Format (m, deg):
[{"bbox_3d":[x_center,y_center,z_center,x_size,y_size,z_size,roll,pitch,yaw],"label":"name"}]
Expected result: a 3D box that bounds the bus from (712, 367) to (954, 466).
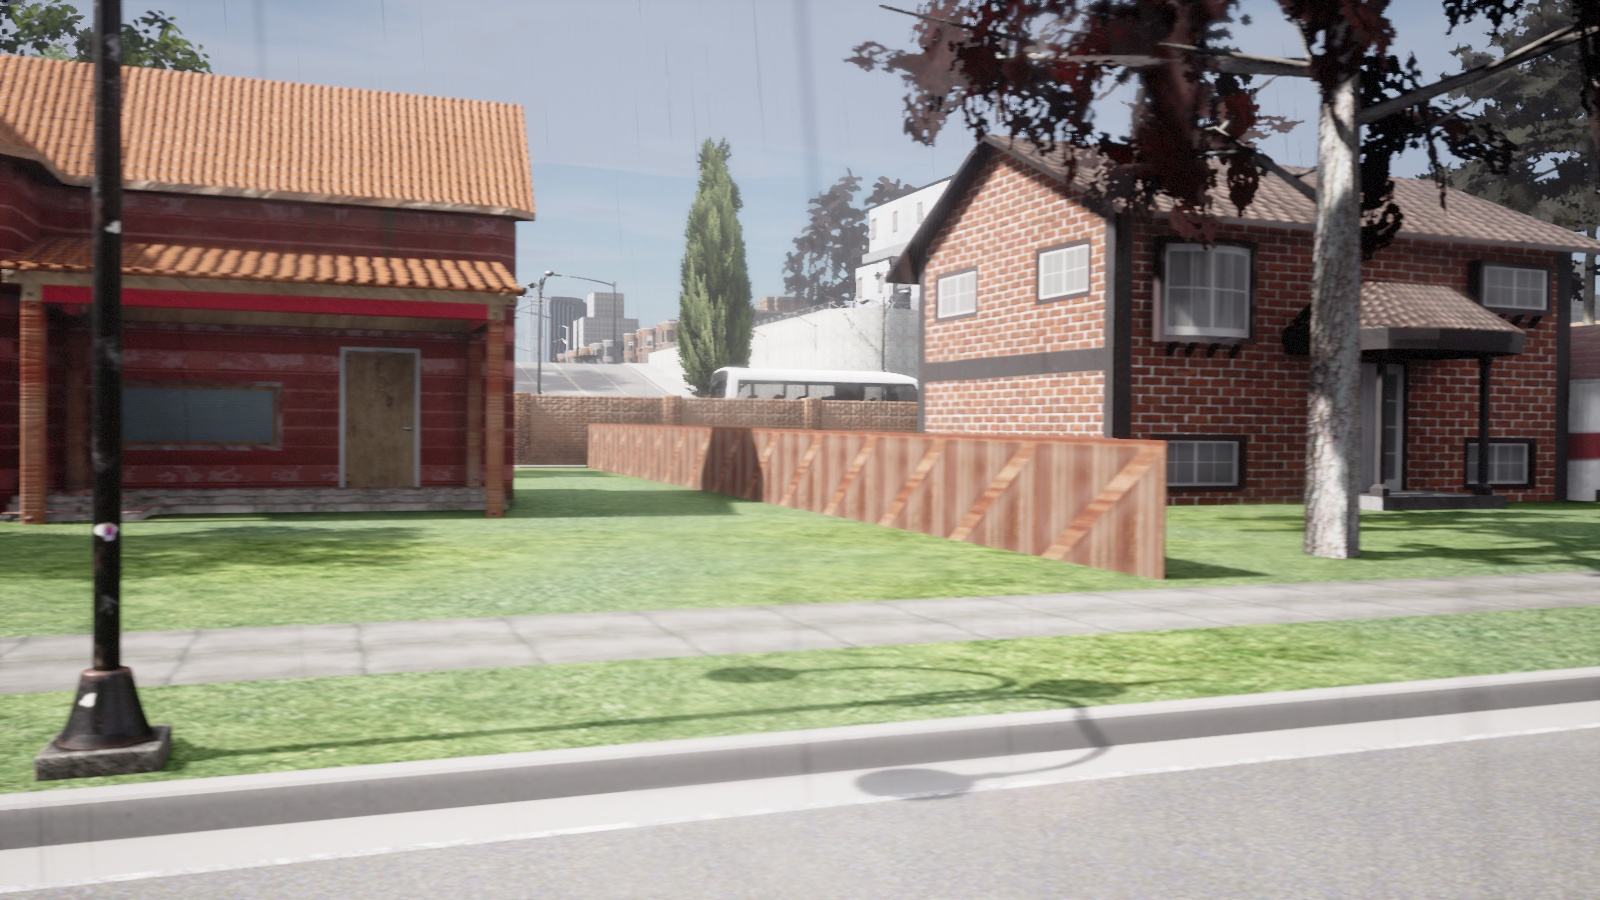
[{"bbox_3d":[1.493,-1.529,57.421,10.273,4.253,3.944,-1,1,-20],"label":"bus"}]
